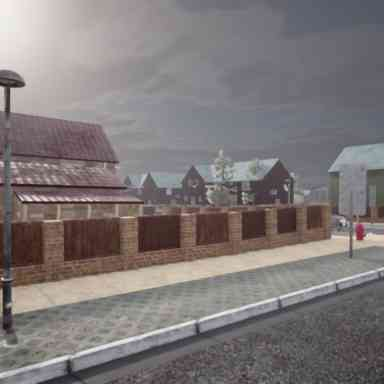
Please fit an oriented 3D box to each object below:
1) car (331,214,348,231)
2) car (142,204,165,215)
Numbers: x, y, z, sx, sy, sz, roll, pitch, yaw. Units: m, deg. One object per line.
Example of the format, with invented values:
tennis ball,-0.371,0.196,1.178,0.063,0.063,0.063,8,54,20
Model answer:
car,7.954,1.805,22.566,2.128,1.511,4.902,1,-2,-37
car,-5.184,2.289,40.690,2.097,1.767,4.553,1,-3,-36
